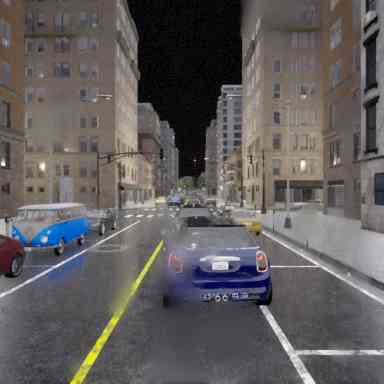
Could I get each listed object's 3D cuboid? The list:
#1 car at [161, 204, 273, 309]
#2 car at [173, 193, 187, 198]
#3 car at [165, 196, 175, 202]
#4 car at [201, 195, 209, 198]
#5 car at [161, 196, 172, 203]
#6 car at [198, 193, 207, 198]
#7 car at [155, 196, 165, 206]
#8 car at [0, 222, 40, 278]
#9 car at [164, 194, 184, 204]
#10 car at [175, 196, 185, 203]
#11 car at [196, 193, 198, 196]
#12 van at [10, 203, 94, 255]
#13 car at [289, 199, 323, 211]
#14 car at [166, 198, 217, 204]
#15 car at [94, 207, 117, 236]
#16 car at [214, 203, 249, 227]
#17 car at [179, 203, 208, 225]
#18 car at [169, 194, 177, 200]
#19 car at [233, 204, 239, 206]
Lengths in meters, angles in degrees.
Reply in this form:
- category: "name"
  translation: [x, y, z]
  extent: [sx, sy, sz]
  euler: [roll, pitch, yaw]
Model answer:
- category: "car"
  translation: [0.328, 1.352, 8.123]
  extent: [2.097, 1.767, 4.553]
  euler: [0, 0, -5]
- category: "car"
  translation: [-2.641, 1.219, 60.451]
  extent: [2.150, 2.045, 5.566]
  euler: [0, 0, 1]
- category: "car"
  translation: [-5.152, 1.543, 79.012]
  extent: [2.008, 1.369, 4.403]
  euler: [0, 0, 0]
- category: "car"
  translation: [2.787, 1.549, 50.583]
  extent: [2.008, 1.369, 4.403]
  euler: [0, 0, 0]
- category: "car"
  translation: [-5.186, 1.562, 67.649]
  extent: [1.947, 1.339, 4.313]
  euler: [0, 0, 0]
- category: "car"
  translation: [2.856, 1.434, 73.309]
  extent: [1.967, 1.590, 4.097]
  euler: [0, 0, 0]
- category: "car"
  translation: [-5.221, 1.523, 56.117]
  extent: [1.752, 1.417, 4.829]
  euler: [0, 0, 0]
- category: "car"
  translation: [-5.371, 1.582, 7.511]
  extent: [1.802, 1.307, 4.206]
  euler: [0, 0, 0]
- category: "car"
  translation: [-2.692, 1.476, 50.462]
  extent: [1.882, 1.535, 5.008]
  euler: [0, 0, 0]
- category: "car"
  translation: [-2.540, 1.519, 70.556]
  extent: [1.812, 1.442, 4.674]
  euler: [0, 0, 0]
- category: "car"
  translation: [2.890, 1.306, 84.673]
  extent: [2.192, 1.841, 5.009]
  euler: [0, 0, 0]
- category: "van"
  translation: [-5.354, 1.340, 12.917]
  extent: [1.690, 1.788, 3.998]
  euler: [0, 0, 0]
- category: "car"
  translation: [13.705, 1.515, 38.313]
  extent: [4.718, 1.301, 1.895]
  euler: [0, 0, 0]
- category: "car"
  translation: [0.123, 1.351, 15.390]
  extent: [2.097, 1.767, 4.553]
  euler: [0, 0, 0]
- category: "car"
  translation: [-5.336, 1.550, 18.324]
  extent: [2.008, 1.369, 4.403]
  euler: [0, 0, 0]
- category: "car"
  translation: [2.709, 1.550, 23.707]
  extent: [2.008, 1.369, 4.403]
  euler: [0, 0, 0]
- category: "car"
  translation: [0.092, 1.563, 25.052]
  extent: [1.994, 1.385, 4.181]
  euler: [0, 0, 0]
- category: "car"
  translation: [-5.118, 1.429, 90.374]
  extent: [1.967, 1.590, 4.097]
  euler: [0, 0, 0]
- category: "car"
  translation: [2.698, 1.525, 18.471]
  extent: [1.752, 1.417, 4.829]
  euler: [0, 0, 0]
